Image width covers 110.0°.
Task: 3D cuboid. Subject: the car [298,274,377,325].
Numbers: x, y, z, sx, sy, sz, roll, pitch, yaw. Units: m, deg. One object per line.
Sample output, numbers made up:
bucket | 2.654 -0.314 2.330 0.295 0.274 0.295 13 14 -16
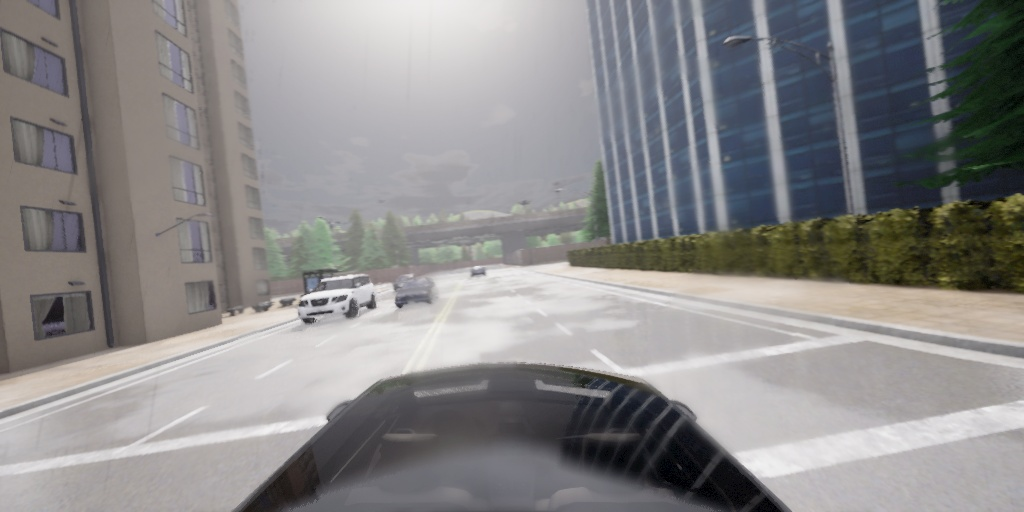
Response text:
car | -8.559 2.016 18.109 2.150 2.045 5.566 -7 0 -6

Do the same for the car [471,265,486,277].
car | -4.444 1.943 47.390 1.994 1.385 4.181 -7 0 -6

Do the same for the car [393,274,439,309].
car | -5.262 1.969 20.379 2.033 1.411 5.357 -7 0 -6

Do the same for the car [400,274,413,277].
car | -10.192 2.551 34.785 2.128 1.511 4.902 -7 0 -6
